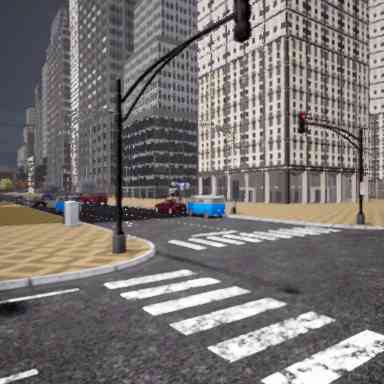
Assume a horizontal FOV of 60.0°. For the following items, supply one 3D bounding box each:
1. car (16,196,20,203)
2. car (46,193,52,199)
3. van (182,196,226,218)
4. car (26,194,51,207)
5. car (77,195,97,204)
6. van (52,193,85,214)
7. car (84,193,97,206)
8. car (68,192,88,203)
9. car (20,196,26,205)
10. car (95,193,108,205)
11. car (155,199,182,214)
[{"bbox_3d":[-30.747,1.304,60.131,1.802,1.307,4.206,0,0,-34],"label":"car"},{"bbox_3d":[-34.486,1.049,80.012,1.882,1.535,5.008,-1,1,-34],"label":"car"},{"bbox_3d":[1.120,1.212,28.194,1.690,1.788,3.998,0,0,-34],"label":"van"},{"bbox_3d":[-21.434,1.369,46.368,1.947,1.339,4.313,0,0,-34],"label":"car"},{"bbox_3d":[-17.598,1.259,55.652,1.887,1.381,4.507,0,0,-34],"label":"car"},{"bbox_3d":[-12.121,1.223,32.605,1.690,1.788,3.998,0,0,-34],"label":"van"},{"bbox_3d":[-15.750,1.294,48.193,1.812,1.442,4.674,-1,1,-33],"label":"car"},{"bbox_3d":[-20.703,1.002,60.239,2.192,1.841,5.009,0,0,-34],"label":"car"},{"bbox_3d":[-24.538,1.327,50.955,2.008,1.369,4.403,0,0,-34],"label":"car"},{"bbox_3d":[-14.494,1.056,51.064,2.192,1.841,5.009,0,0,-34],"label":"car"},{"bbox_3d":[-2.058,1.391,32.730,1.887,1.381,4.507,0,0,-34],"label":"car"}]
